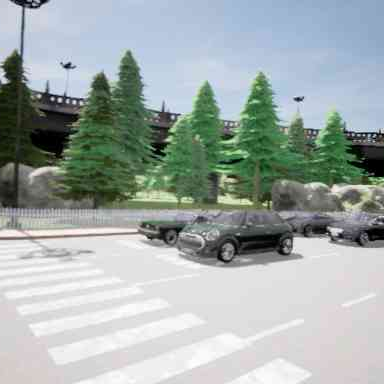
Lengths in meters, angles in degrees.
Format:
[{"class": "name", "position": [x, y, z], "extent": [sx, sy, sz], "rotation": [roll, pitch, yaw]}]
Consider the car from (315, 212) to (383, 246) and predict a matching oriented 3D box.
[{"class": "car", "position": [9.212, 1.911, 17.475], "extent": [4.902, 1.511, 2.128], "rotation": [3, 0, -27]}]

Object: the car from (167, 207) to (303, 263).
[{"class": "car", "position": [1.686, 1.427, 12.305], "extent": [4.553, 1.767, 2.097], "rotation": [3, 0, -37]}]

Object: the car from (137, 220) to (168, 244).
[{"class": "car", "position": [-0.102, 1.611, 15.370], "extent": [4.718, 1.301, 1.895], "rotation": [3, 0, -36]}]

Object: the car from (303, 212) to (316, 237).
[{"class": "car", "position": [7.203, 1.908, 20.239], "extent": [4.181, 1.385, 1.994], "rotation": [3, 0, -29]}]
